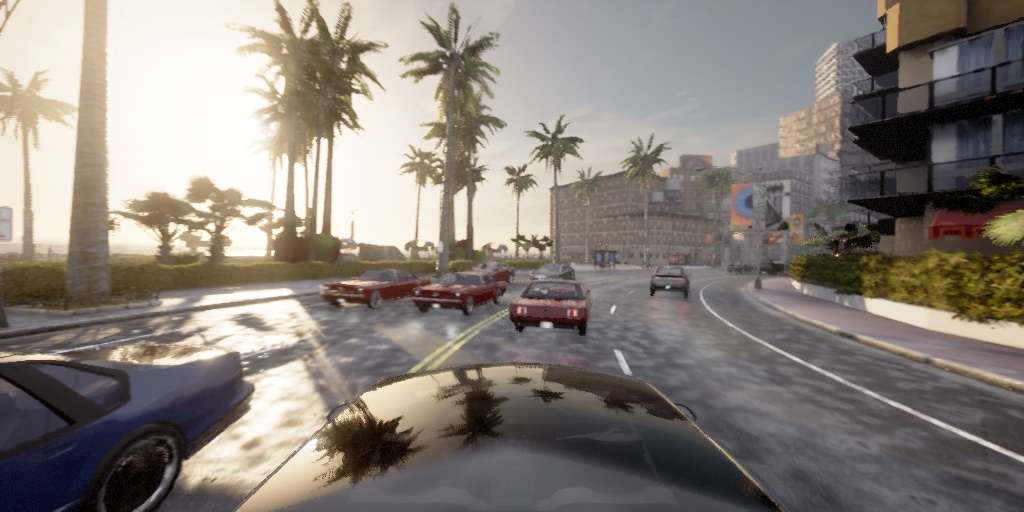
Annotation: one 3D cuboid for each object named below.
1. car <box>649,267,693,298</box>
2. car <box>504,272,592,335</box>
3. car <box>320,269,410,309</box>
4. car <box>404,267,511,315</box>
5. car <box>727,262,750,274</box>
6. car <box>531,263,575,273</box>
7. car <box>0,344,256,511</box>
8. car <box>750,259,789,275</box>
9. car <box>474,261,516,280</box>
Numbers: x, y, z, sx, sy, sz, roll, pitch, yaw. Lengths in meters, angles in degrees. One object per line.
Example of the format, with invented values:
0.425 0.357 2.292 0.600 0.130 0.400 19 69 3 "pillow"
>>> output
8.689 1.332 19.629 2.128 1.511 4.902 1 0 27 "car"
1.351 1.341 10.594 1.895 1.301 4.718 1 0 14 "car"
-5.152 1.206 14.270 1.895 1.301 4.718 1 0 17 "car"
-1.760 1.272 13.415 1.895 1.301 4.718 1 0 17 "car"
31.748 1.656 49.726 4.892 1.490 1.837 1 0 -33 "car"
2.826 1.208 24.097 2.128 1.511 4.902 1 0 27 "car"
-3.584 1.233 1.286 2.033 1.411 5.357 1 0 1 "car"
34.128 1.427 47.074 5.566 2.045 2.150 1 0 -33 "car"
-1.470 1.117 23.188 1.882 1.535 5.008 1 1 26 "car"
